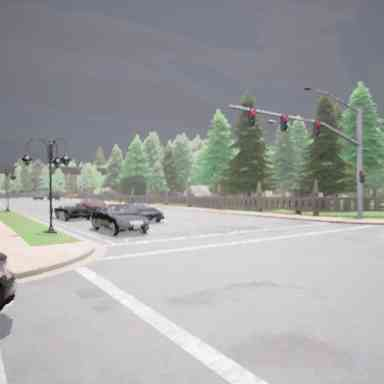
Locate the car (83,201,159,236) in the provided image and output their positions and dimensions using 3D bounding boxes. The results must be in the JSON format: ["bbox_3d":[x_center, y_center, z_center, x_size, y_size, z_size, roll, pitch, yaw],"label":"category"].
[{"bbox_3d":[-4.019,1.426,18.119,2.128,1.511,4.902,-1,0,-34],"label":"car"}]

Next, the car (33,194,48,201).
[{"bbox_3d":[-36.771,1.233,79.599,2.033,1.411,5.357,-1,0,-34],"label":"car"}]

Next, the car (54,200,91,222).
[{"bbox_3d":[-9.359,1.533,26.092,1.895,1.301,4.718,-1,0,-34],"label":"car"}]

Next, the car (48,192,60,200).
[{"bbox_3d":[-34.149,0.925,81.967,2.150,2.045,5.566,-1,0,-34],"label":"car"}]

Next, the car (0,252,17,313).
[{"bbox_3d":[-5.148,1.508,4.505,4.902,1.511,2.128,-1,0,-34],"label":"car"}]

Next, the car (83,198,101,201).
[{"bbox_3d":[-10.000,1.375,33.376,1.882,1.535,5.008,-1,0,-34],"label":"car"}]

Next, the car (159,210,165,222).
[{"bbox_3d":[-3.994,1.448,24.363,2.033,1.411,5.357,-1,0,-34],"label":"car"}]
